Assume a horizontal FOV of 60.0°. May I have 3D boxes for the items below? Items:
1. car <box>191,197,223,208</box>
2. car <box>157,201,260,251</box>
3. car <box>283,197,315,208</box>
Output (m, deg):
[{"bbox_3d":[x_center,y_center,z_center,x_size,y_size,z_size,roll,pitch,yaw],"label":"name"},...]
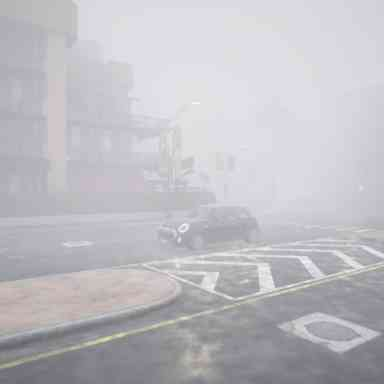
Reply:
[{"bbox_3d":[2.169,1.503,48.633,2.128,1.511,4.902,0,0,-35],"label":"car"},{"bbox_3d":[0.760,1.355,14.314,4.553,1.767,2.097,0,0,-35],"label":"car"},{"bbox_3d":[15.480,1.507,48.236,2.128,1.511,4.902,0,0,-35],"label":"car"}]
